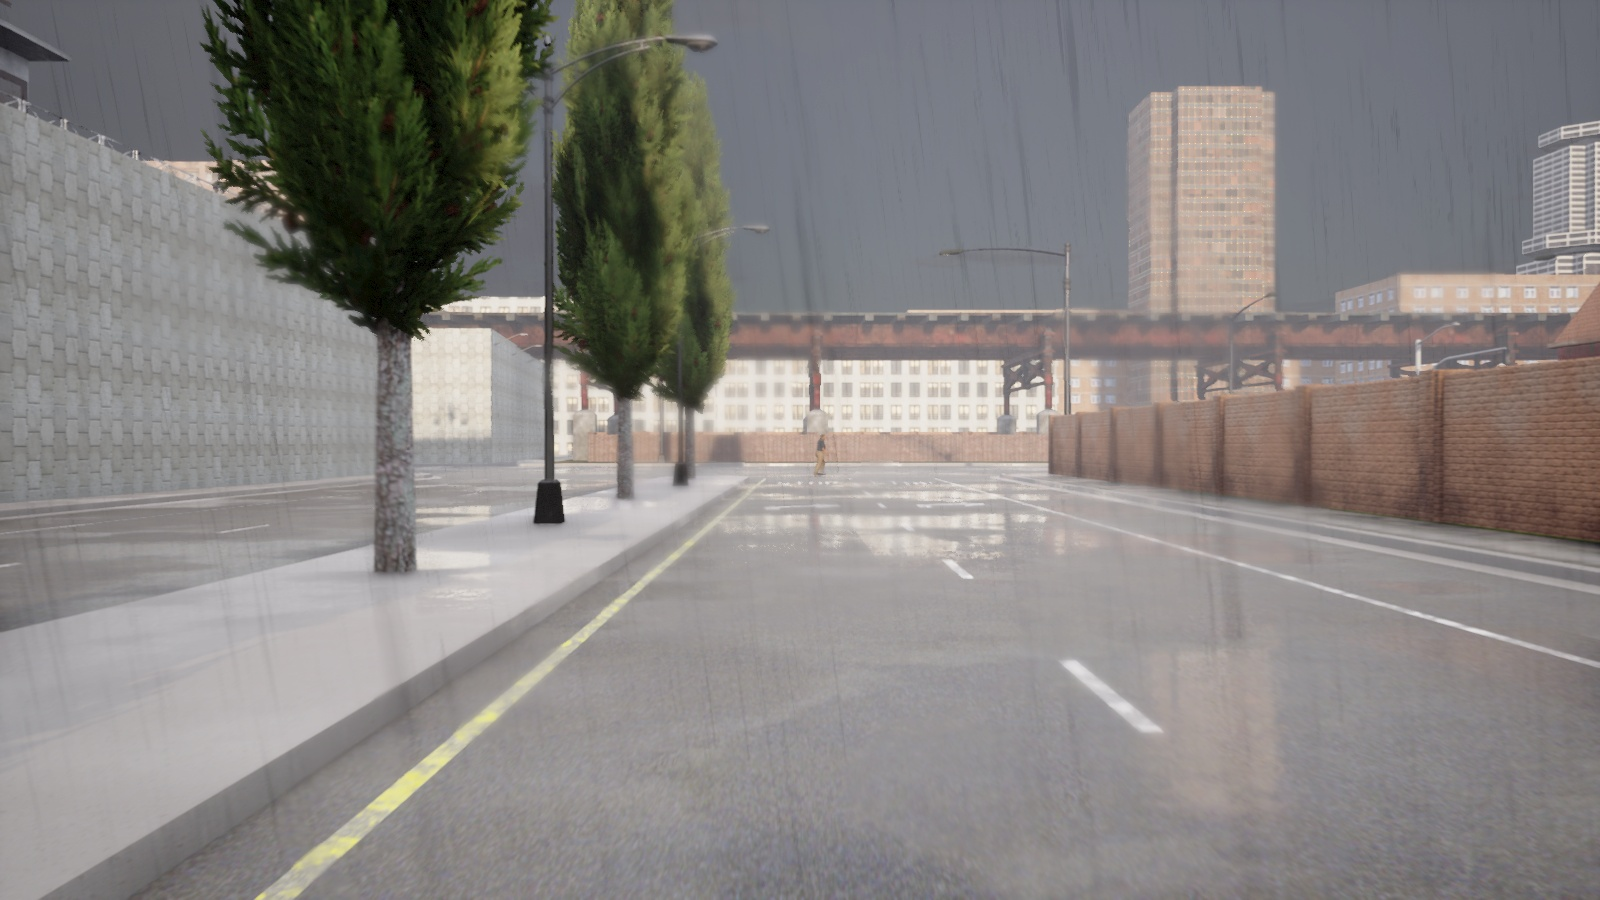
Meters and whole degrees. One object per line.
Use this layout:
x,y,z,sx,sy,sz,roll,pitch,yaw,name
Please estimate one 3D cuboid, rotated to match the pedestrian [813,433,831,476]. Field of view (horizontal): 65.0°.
0.938,0.190,53.683,0.694,1.848,0.540,0,0,-11,pedestrian
